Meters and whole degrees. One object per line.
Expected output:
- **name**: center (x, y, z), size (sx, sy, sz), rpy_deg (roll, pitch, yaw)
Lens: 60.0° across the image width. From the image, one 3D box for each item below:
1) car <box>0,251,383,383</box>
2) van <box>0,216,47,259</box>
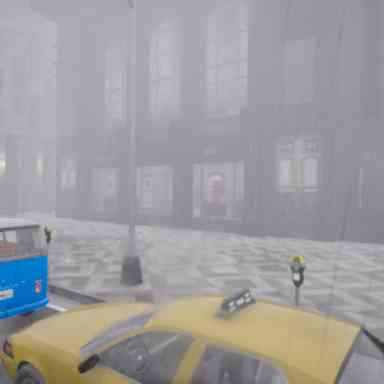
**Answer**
- **car**: center (0.141, 1.514, 2.860), size (4.829, 1.417, 1.752), rpy_deg (1, 1, 35)
- **van**: center (-4.308, 1.286, 6.032), size (3.998, 1.788, 1.690), rpy_deg (1, 1, 35)
